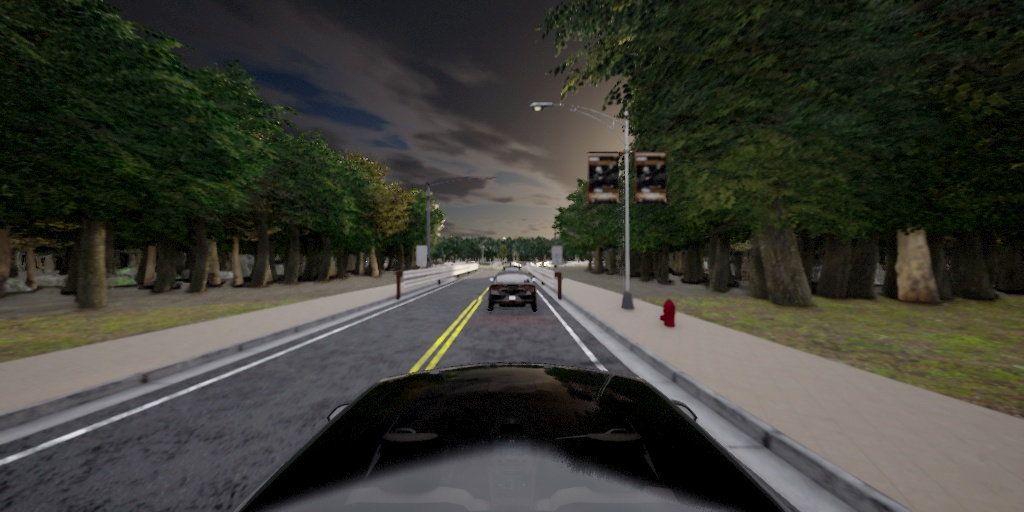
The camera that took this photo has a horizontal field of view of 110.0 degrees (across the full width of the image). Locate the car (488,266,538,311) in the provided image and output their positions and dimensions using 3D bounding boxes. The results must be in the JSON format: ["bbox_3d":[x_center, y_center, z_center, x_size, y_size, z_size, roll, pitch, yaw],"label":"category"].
[{"bbox_3d":[0.033,1.364,15.336,1.882,1.535,5.008,0,0,0],"label":"car"}]

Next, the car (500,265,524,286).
[{"bbox_3d":[0.007,1.533,29.240,1.837,1.490,4.892,0,0,0],"label":"car"}]
